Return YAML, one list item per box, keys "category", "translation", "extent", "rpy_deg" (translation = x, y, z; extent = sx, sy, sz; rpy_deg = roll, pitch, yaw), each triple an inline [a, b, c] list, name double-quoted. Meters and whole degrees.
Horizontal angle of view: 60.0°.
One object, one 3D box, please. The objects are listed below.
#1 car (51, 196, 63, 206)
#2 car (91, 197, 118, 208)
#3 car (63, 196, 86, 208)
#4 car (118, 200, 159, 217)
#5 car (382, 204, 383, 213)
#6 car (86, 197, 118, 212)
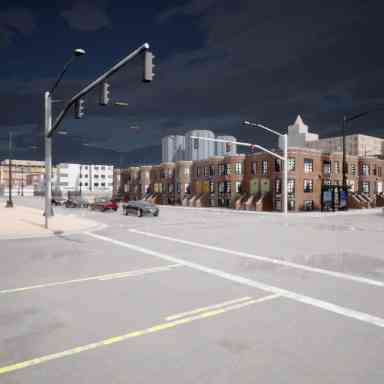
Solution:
- category: "car"
  translation: [-22.298, 1.492, 55.551]
  extent: [2.128, 1.511, 4.902]
  rpy_deg: [0, 0, -35]
- category: "car"
  translation: [-12.863, 1.491, 48.712]
  extent: [2.128, 1.511, 4.902]
  rpy_deg: [0, 0, -36]
- category: "car"
  translation: [-16.277, 1.352, 47.138]
  extent: [2.097, 1.767, 4.553]
  rpy_deg: [0, 0, -36]
- category: "car"
  translation: [-4.866, 1.505, 31.318]
  extent: [1.837, 1.490, 4.892]
  rpy_deg: [0, 0, -36]
- category: "car"
  translation: [20.214, 1.222, 31.415]
  extent: [5.566, 2.045, 2.150]
  rpy_deg: [0, 0, -36]
- category: "car"
  translation: [-10.331, 1.601, 38.889]
  extent: [1.895, 1.301, 4.718]
  rpy_deg: [0, 0, -36]
